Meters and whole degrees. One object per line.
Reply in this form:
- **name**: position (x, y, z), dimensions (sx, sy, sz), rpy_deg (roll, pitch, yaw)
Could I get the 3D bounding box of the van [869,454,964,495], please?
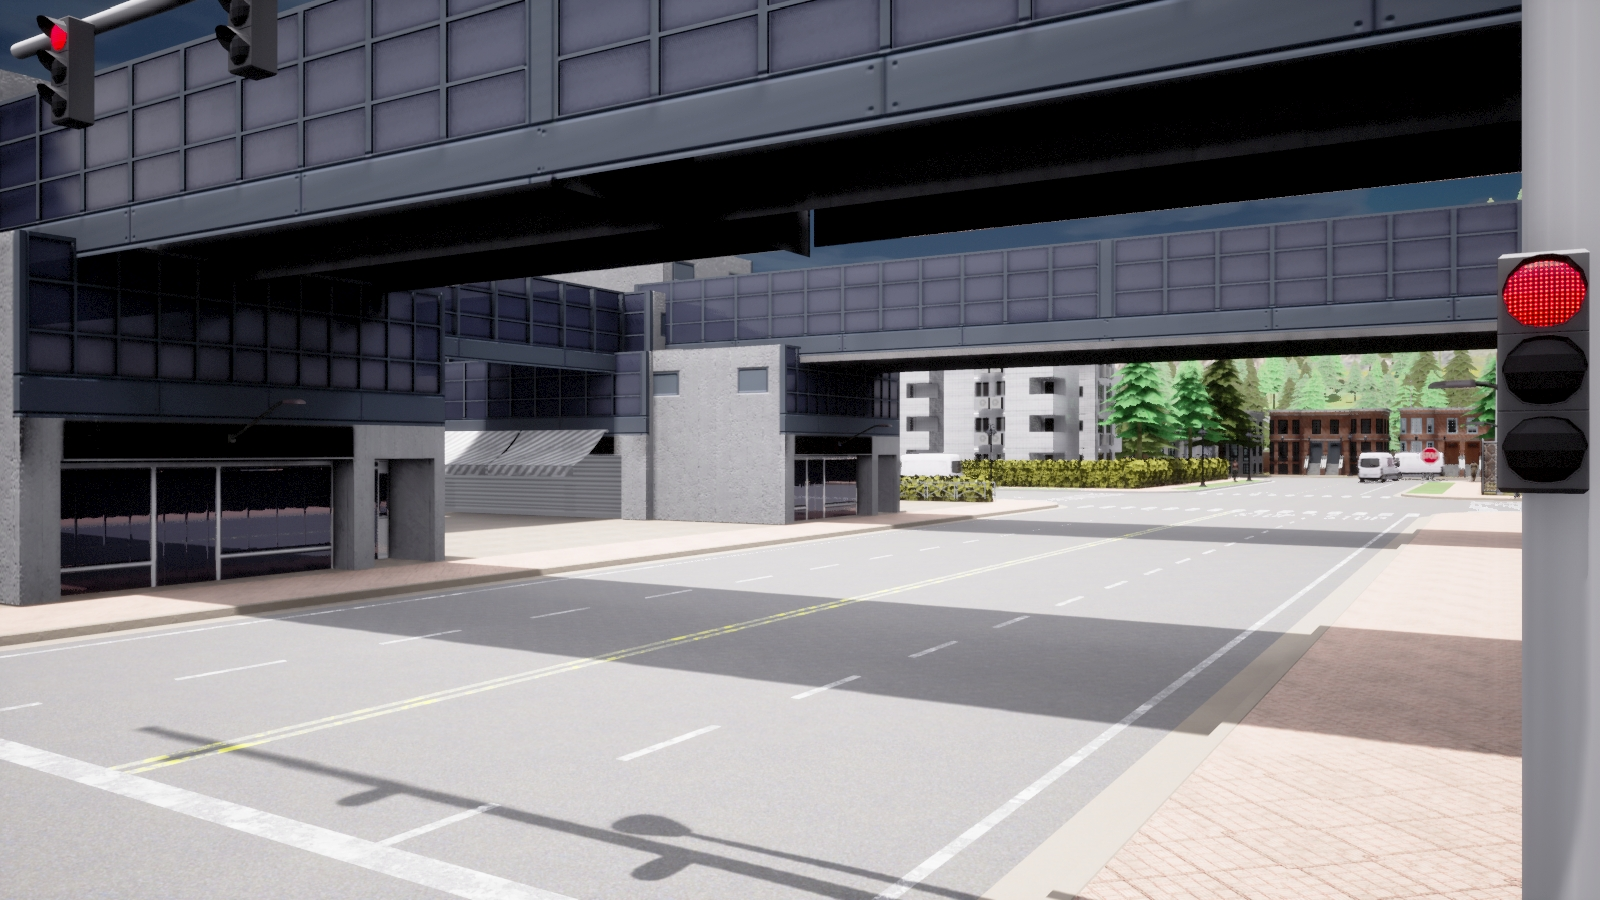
- **van**: position (7.566, 1.534, 74.557), dimensions (5.915, 2.561, 1.988), rpy_deg (0, 0, 31)
